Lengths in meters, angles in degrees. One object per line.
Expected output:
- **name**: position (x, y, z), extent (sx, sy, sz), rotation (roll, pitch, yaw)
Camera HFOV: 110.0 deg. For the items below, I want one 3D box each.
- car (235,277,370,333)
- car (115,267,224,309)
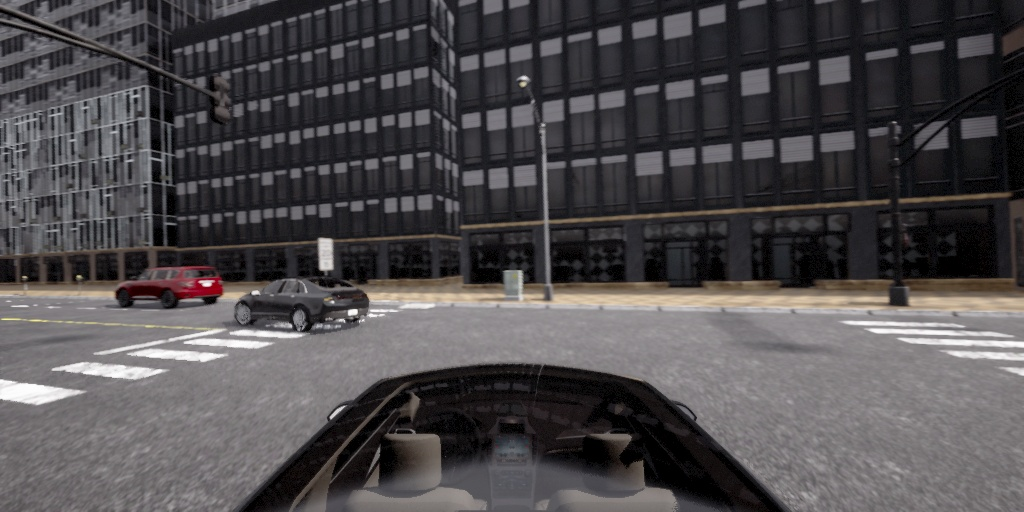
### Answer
- **car**: position (-6.732, 1.423, 11.418), extent (4.892, 1.490, 1.837), rotation (-1, -2, 27)
- **car**: position (-16.318, 1.451, 17.165), extent (5.009, 1.841, 2.192), rotation (0, 0, 16)
